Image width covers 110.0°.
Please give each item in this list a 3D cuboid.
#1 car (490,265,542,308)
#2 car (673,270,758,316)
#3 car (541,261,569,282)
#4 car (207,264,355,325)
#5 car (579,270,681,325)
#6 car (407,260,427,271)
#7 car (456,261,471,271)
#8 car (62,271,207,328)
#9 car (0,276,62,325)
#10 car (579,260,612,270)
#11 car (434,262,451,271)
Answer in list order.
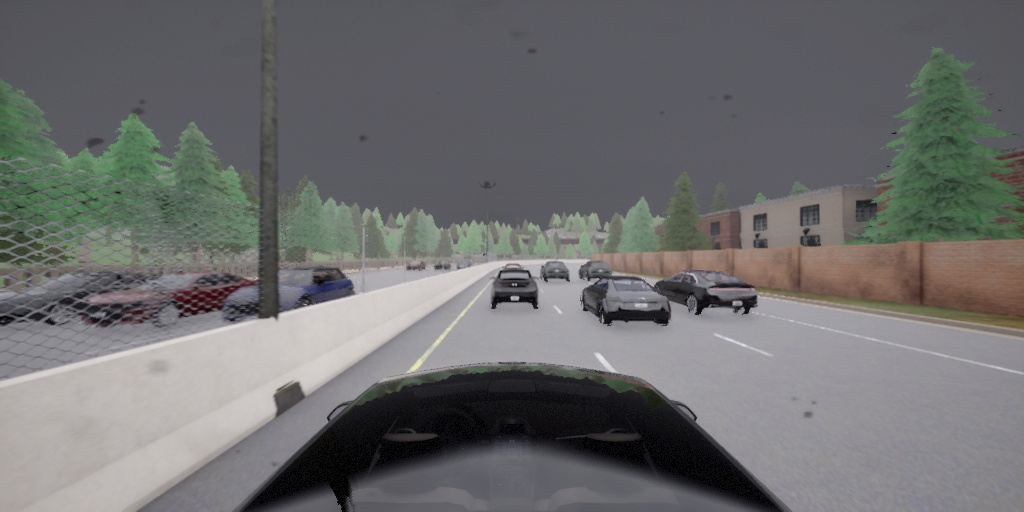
[{"bbox_3d":[0.103,1.307,15.539,1.837,1.490,4.892,0,0,0],"label":"car"},{"bbox_3d":[7.101,1.287,13.713,2.128,1.511,4.902,0,0,0],"label":"car"},{"bbox_3d":[3.604,1.213,30.871,2.097,1.767,4.553,0,0,0],"label":"car"},{"bbox_3d":[-7.098,1.140,11.945,2.097,1.767,4.553,0,0,0],"label":"car"},{"bbox_3d":[3.601,1.353,12.002,1.994,1.385,4.181,0,0,0],"label":"car"},{"bbox_3d":[-14.054,1.422,53.055,1.882,1.535,5.008,0,0,0],"label":"car"},{"bbox_3d":[-7.064,1.435,53.234,2.128,1.511,4.902,0,0,0],"label":"car"},{"bbox_3d":[-10.599,1.265,11.745,1.882,1.535,5.008,0,0,0],"label":"car"},{"bbox_3d":[-14.098,1.293,12.003,1.837,1.490,4.892,0,0,0],"label":"car"},{"bbox_3d":[7.105,1.213,30.867,2.097,1.767,4.553,0,0,0],"label":"car"},{"bbox_3d":[-10.569,1.551,54.602,1.895,1.301,4.718,0,0,0],"label":"car"}]
